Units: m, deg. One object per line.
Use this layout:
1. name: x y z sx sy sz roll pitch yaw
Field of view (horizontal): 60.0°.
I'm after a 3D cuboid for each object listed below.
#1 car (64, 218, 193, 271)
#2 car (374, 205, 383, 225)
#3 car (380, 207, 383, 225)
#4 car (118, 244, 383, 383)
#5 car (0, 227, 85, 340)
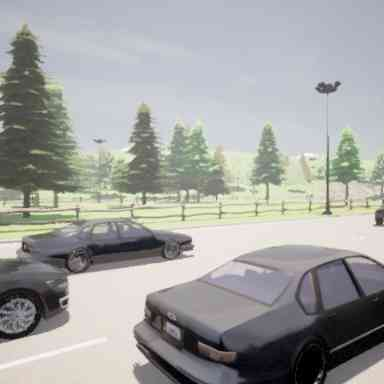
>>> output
1. car: -2.504 1.540 10.558 5.357 1.411 2.033 0 0 -35
2. car: 14.195 1.464 22.467 4.892 1.490 1.837 0 0 -36
3. car: 11.810 1.516 16.468 5.357 1.411 2.033 0 0 -36
4. car: 1.841 1.540 5.058 5.357 1.411 2.033 0 0 -36
5. car: -4.377 1.506 4.925 4.892 1.490 1.837 0 0 -35
